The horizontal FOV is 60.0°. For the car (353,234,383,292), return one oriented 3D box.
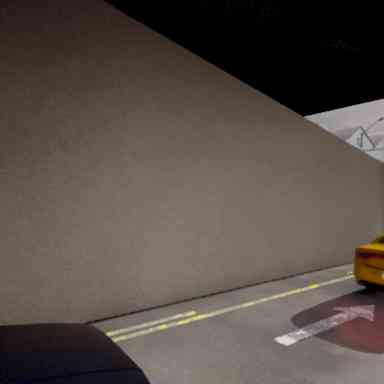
[{"bbox_3d":[5.864,1.509,7.938,5.008,1.535,1.882,0,0,-35],"label":"car"}]

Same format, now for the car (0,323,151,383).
[{"bbox_3d":[-2.810,1.543,1.780,5.357,1.411,2.033,0,0,-35],"label":"car"}]
